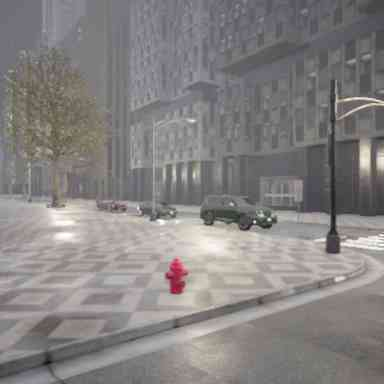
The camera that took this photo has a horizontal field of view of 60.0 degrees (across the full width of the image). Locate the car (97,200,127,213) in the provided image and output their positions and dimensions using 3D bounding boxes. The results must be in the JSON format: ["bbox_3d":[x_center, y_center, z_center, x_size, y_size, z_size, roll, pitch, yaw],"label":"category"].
[{"bbox_3d":[-9.017,1.567,37.417,1.895,1.301,4.718,0,0,-36],"label":"car"}]

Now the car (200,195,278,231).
[{"bbox_3d":[2.758,1.220,21.075,2.150,2.045,5.566,0,0,-36],"label":"car"}]

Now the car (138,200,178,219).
[{"bbox_3d":[-3.086,1.487,29.180,1.837,1.490,4.892,0,0,-36],"label":"car"}]
